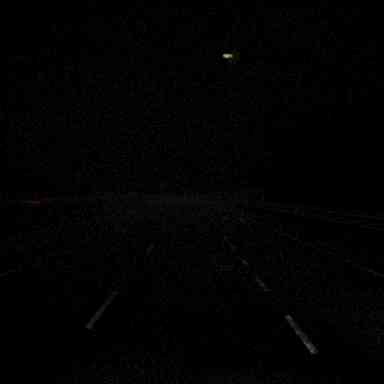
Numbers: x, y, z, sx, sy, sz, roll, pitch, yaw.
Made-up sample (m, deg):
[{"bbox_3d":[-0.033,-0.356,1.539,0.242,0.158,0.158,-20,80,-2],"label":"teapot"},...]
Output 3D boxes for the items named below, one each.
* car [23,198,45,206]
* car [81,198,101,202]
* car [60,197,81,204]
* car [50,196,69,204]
[{"bbox_3d":[-28.008,1.823,59.182,2.097,1.767,4.553,0,0,0],"label":"car"},{"bbox_3d":[-17.530,1.820,59.240,2.097,1.767,4.553,0,0,1],"label":"car"},{"bbox_3d":[-21.014,2.014,59.165,2.033,1.411,5.357,0,0,0],"label":"car"},{"bbox_3d":[-24.500,1.709,62.237,2.150,2.045,5.566,0,0,0],"label":"car"}]
